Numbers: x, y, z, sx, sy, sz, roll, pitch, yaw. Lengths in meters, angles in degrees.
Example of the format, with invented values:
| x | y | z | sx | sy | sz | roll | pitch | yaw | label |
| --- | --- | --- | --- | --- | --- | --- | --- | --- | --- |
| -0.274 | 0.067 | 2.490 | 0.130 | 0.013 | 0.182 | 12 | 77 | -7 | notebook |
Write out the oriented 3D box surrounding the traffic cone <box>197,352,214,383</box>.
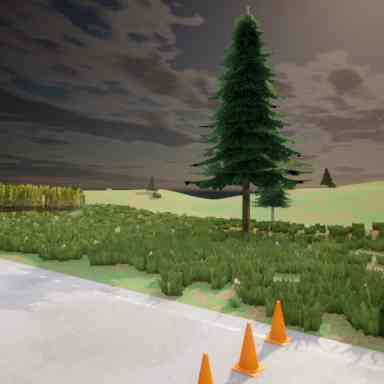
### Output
| x | y | z | sx | sy | sz | roll | pitch | yaw | label |
| --- | --- | --- | --- | --- | --- | --- | --- | --- | --- |
| 0.140 | 1.955 | 3.434 | 0.340 | 0.580 | 0.340 | 0 | 0 | 36 | traffic cone |

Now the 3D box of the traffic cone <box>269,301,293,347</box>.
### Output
| x | y | z | sx | sy | sz | roll | pitch | yaw | label |
| --- | --- | --- | --- | --- | --- | --- | --- | --- | --- |
| 1.310 | 1.955 | 5.057 | 0.340 | 0.580 | 0.340 | 0 | 0 | 36 | traffic cone |

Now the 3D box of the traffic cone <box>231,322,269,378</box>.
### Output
| x | y | z | sx | sy | sz | roll | pitch | yaw | label |
| --- | --- | --- | --- | --- | --- | --- | --- | --- | --- |
| 0.725 | 1.955 | 4.246 | 0.340 | 0.580 | 0.340 | 0 | 0 | 36 | traffic cone |
